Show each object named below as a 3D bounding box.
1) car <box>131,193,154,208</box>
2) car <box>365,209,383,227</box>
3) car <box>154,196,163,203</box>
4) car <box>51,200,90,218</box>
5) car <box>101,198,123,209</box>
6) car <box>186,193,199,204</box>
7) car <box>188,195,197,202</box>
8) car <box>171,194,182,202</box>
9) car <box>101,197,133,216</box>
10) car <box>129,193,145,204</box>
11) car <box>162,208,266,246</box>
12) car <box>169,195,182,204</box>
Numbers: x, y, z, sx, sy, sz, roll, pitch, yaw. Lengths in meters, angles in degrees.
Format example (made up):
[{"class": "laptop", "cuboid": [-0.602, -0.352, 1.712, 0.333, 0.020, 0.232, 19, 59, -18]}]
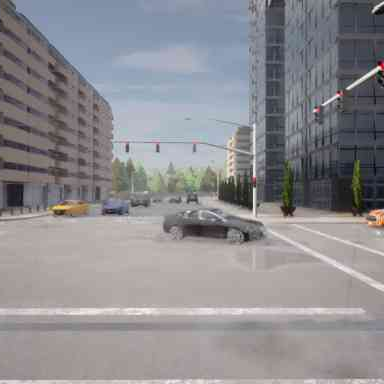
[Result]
[{"class": "car", "cuboid": [-7.324, 1.221, 47.808, 2.150, 2.045, 5.566, 0, 0, 1]}, {"class": "car", "cuboid": [13.584, 1.407, 21.176, 4.553, 1.767, 2.097, 0, 0, 0]}, {"class": "car", "cuboid": [-6.962, 1.551, 68.821, 2.033, 1.411, 5.357, 0, 0, 1]}, {"class": "car", "cuboid": [-11.077, 1.478, 30.580, 1.882, 1.535, 5.008, 0, 0, 4]}, {"class": "car", "cuboid": [-10.851, 1.525, 45.330, 1.812, 1.442, 4.674, 0, 0, 1]}, {"class": "car", "cuboid": [0.078, 1.221, 63.904, 2.150, 2.045, 5.566, 0, 0, 1]}, {"class": "car", "cuboid": [0.116, 1.500, 74.616, 1.837, 1.490, 4.892, 0, 0, 1]}, {"class": "car", "cuboid": [-3.391, 1.355, 74.340, 2.097, 1.767, 4.553, 0, 0, 1]}, {"class": "car", "cuboid": [-7.394, 1.478, 32.347, 1.882, 1.535, 5.008, 0, 0, 0]}, {"class": "car", "cuboid": [-10.545, 1.225, 64.487, 2.150, 2.045, 5.566, 0, 0, 1]}, {"class": "car", "cuboid": [0.927, 1.518, 15.442, 4.902, 1.511, 2.128, 0, 0, 27]}, {"class": "car", "cuboid": [-3.416, 1.526, 64.323, 1.812, 1.442, 4.674, 0, 0, 1]}]
